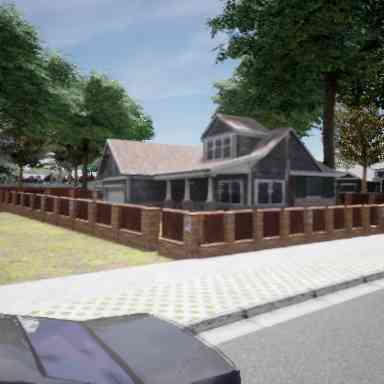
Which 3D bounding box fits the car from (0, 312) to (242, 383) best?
[{"bbox_3d":[-2.061,1.542,1.582,5.357,1.411,2.033,0,0,-36],"label":"car"}]
